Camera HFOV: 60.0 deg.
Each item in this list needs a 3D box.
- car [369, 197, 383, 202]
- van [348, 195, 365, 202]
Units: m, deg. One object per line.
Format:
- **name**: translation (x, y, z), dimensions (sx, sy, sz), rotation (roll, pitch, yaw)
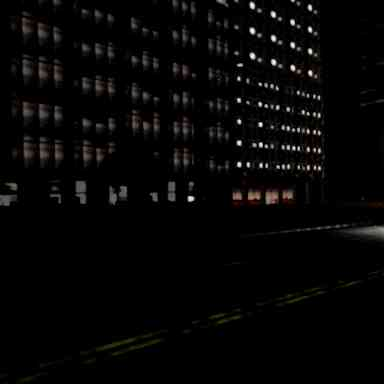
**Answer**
- **car**: translation (43.921, 1.779, 78.115), dimensions (1.802, 1.307, 4.206), rotation (-1, 0, -34)
- **van**: translation (40.837, 1.524, 82.730), dimensions (1.690, 1.788, 3.998), rotation (-1, 0, -34)
